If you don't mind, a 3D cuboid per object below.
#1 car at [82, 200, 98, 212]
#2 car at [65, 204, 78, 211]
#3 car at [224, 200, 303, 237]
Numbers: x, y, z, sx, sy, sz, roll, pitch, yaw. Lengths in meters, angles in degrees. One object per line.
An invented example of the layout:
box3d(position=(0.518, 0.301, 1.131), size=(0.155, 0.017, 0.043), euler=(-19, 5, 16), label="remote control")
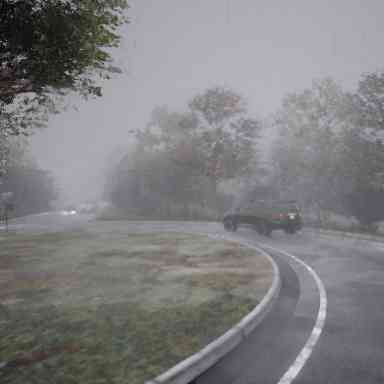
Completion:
box3d(position=(-19.464, 2.599, 62.543), size=(2.150, 2.045, 5.566), euler=(-1, -1, -13), label="car")
box3d(position=(-23.751, 3.093, 65.541), size=(1.895, 1.301, 4.718), euler=(-1, -1, -13), label="car")
box3d(position=(4.134, 1.499, 20.201), size=(2.150, 2.045, 5.566), euler=(0, -1, -27), label="car")
